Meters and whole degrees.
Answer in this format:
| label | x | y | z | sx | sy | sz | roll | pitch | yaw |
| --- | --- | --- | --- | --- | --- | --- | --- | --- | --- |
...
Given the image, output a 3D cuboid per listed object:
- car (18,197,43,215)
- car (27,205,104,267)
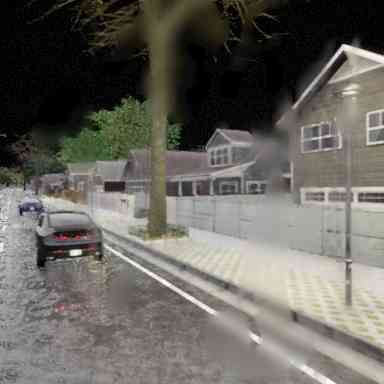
| label | x | y | z | sx | sy | sz | roll | pitch | yaw |
| --- | --- | --- | --- | --- | --- | --- | --- | --- | --- |
| car | -14.492 | 1.203 | 29.913 | 1.812 | 1.442 | 4.674 | -1 | 1 | -28 |
| car | -4.330 | 1.382 | 11.184 | 1.837 | 1.490 | 4.892 | -1 | 1 | -28 |
